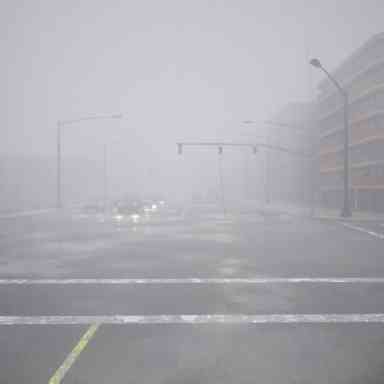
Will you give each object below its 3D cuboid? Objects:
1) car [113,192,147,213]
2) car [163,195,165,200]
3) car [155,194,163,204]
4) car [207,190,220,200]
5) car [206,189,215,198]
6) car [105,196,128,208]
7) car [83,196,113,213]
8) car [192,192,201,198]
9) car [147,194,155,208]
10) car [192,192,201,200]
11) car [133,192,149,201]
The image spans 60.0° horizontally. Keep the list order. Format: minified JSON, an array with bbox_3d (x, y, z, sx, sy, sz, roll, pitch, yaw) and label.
[{"bbox_3d":[-6.320,1.226,34.486,2.097,1.767,4.553,0,1,0],"label":"car"},{"bbox_3d":[-6.180,1.012,62.779,1.895,1.301,4.718,0,1,1],"label":"car"},{"bbox_3d":[-6.253,1.080,52.650,2.128,1.511,4.902,0,1,0],"label":"car"},{"bbox_3d":[4.487,0.919,65.903,1.994,1.385,4.181,0,1,0],"label":"car"},{"bbox_3d":[4.421,0.425,75.886,2.150,2.045,5.566,0,1,0],"label":"car"},{"bbox_3d":[-9.789,1.314,43.473,1.994,1.385,4.181,0,1,0],"label":"car"},{"bbox_3d":[-9.818,1.225,34.831,2.097,1.767,4.553,0,1,0],"label":"car"},{"bbox_3d":[0.919,0.649,75.735,2.033,1.411,5.357,0,1,0],"label":"car"},{"bbox_3d":[-6.289,1.277,43.369,1.812,1.442,4.674,0,1,0],"label":"car"},{"bbox_3d":[0.885,0.959,65.759,1.895,1.301,4.718,0,1,0],"label":"car"},{"bbox_3d":[-9.674,0.896,63.169,2.128,1.511,4.902,0,1,1],"label":"car"}]
